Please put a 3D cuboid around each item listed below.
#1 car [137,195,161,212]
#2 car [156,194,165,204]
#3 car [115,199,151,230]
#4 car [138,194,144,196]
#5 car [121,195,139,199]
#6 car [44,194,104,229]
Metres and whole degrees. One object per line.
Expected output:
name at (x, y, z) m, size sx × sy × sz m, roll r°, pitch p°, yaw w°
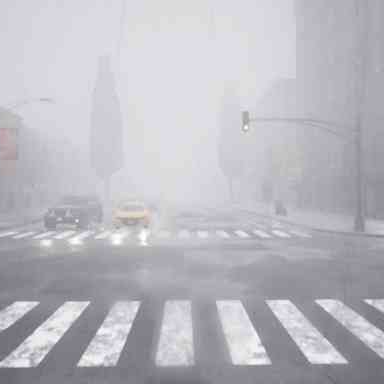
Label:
car at (-4.708, 1.418, 36.733) m, size 1.812 × 1.442 × 4.674 m, roll 0°, pitch 0°, yaw -3°
car at (-5.791, 1.193, 57.215) m, size 2.097 × 1.767 × 4.553 m, roll 0°, pitch 0°, yaw -3°
car at (-3.697, 1.410, 20.903) m, size 1.882 × 1.535 × 5.008 m, roll 0°, pitch 0°, yaw -7°
car at (-9.133, 1.199, 59.191) m, size 2.097 × 1.767 × 4.553 m, roll 0°, pitch 0°, yaw -3°
car at (-8.238, 1.426, 41.691) m, size 2.033 × 1.411 × 5.357 m, roll 0°, pitch 0°, yaw -3°
car at (-7.273, 1.153, 21.178) m, size 2.150 × 2.045 × 5.566 m, roll 0°, pitch 0°, yaw 1°
